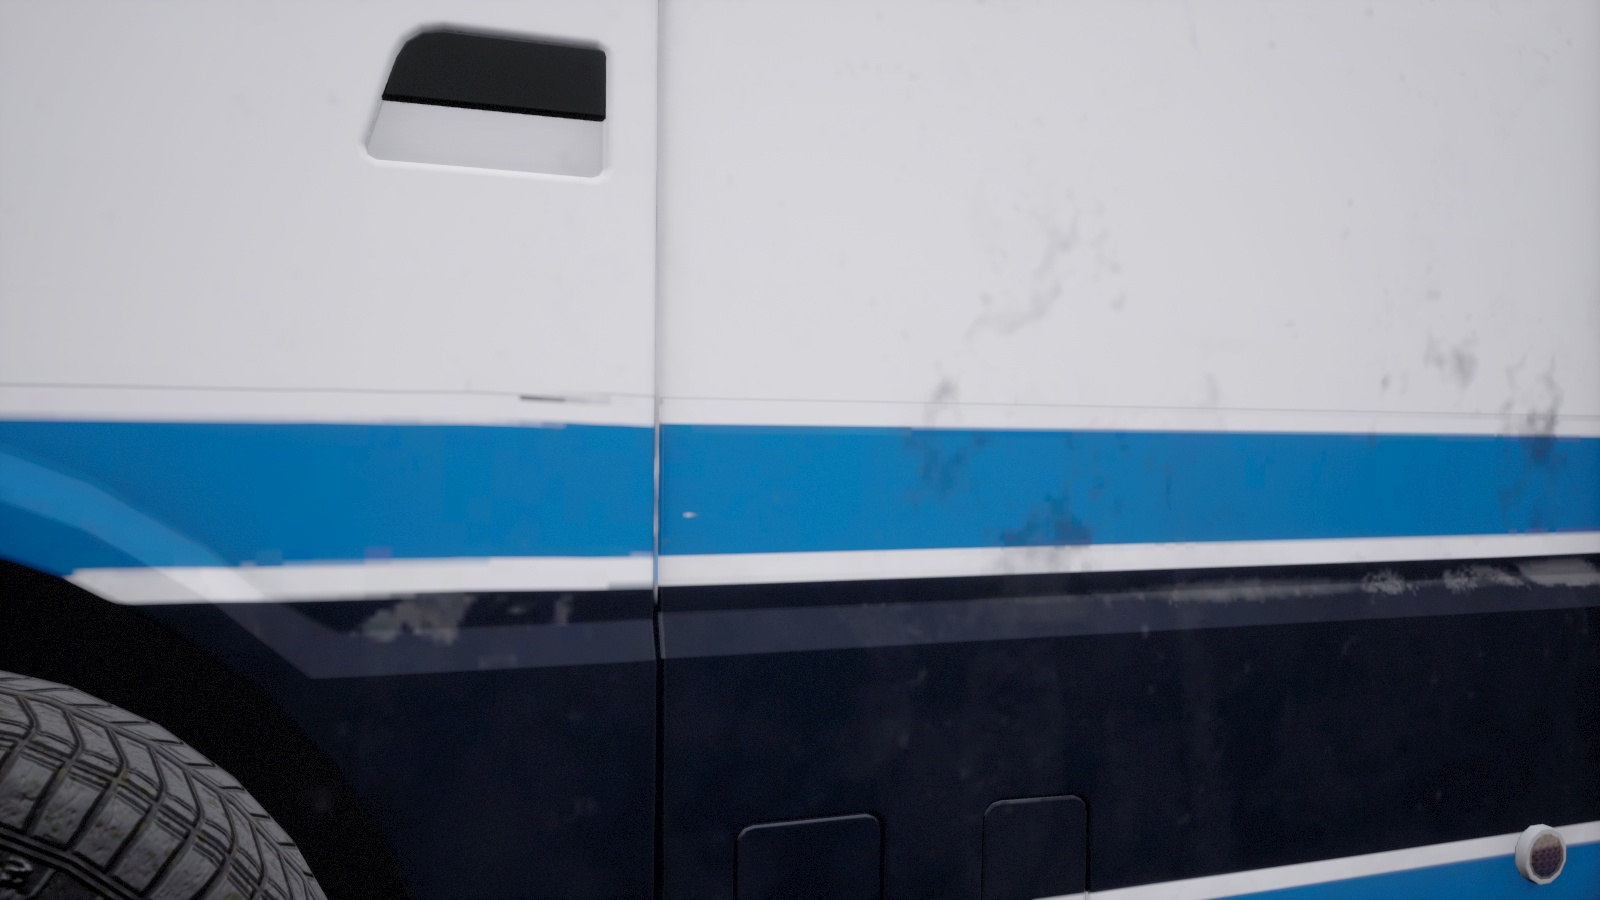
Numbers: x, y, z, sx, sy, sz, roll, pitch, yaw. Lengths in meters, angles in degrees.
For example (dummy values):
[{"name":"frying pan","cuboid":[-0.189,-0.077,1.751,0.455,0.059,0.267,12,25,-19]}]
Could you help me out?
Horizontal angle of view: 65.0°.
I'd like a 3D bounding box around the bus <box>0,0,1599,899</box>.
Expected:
[{"name":"bus","cuboid":[1.219,-0.652,3.684,10.273,4.253,3.944,-1,1,-21]}]
